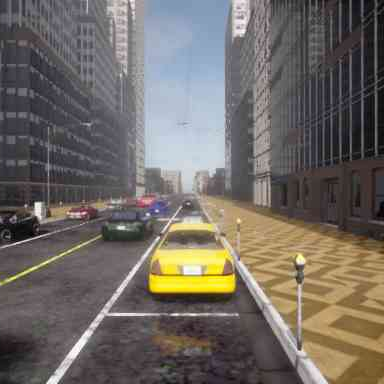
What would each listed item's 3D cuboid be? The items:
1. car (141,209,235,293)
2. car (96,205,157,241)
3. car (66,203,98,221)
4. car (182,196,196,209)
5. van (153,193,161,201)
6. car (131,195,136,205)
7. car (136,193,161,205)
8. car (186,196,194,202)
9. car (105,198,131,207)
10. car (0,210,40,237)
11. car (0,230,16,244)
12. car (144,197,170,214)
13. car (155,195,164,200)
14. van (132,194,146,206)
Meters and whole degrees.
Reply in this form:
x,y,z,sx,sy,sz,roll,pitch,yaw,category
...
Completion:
x,y,z,sx,sy,sz,roll,pitch,yaw,category
0.004,1.456,8.839,1.801,1.575,5.366,0,0,0,car
-3.126,1.562,16.785,1.994,1.385,4.181,0,0,1,car
-8.832,1.575,27.183,1.802,1.307,4.206,0,0,0,car
-0.452,1.548,44.248,1.947,1.339,4.313,0,0,0,car
-8.831,1.285,84.106,1.690,1.788,3.998,0,0,0,van
-8.832,1.523,49.953,1.887,1.381,4.507,0,0,0,car
-6.158,1.206,47.758,2.150,2.045,5.566,0,0,0,car
-0.452,1.533,78.399,1.802,1.307,4.206,0,0,0,car
-8.833,1.537,38.569,2.008,1.369,4.403,0,0,0,car
-8.833,1.563,15.800,1.947,1.339,4.313,0,0,0,car
-3.146,1.351,1.633,2.097,1.767,4.553,0,0,0,car
-3.119,1.515,32.176,1.812,1.442,4.674,0,0,1,car
-8.832,1.504,89.799,1.947,1.339,4.313,0,0,0,car
-8.832,1.315,55.646,1.690,1.788,3.998,0,0,0,van
